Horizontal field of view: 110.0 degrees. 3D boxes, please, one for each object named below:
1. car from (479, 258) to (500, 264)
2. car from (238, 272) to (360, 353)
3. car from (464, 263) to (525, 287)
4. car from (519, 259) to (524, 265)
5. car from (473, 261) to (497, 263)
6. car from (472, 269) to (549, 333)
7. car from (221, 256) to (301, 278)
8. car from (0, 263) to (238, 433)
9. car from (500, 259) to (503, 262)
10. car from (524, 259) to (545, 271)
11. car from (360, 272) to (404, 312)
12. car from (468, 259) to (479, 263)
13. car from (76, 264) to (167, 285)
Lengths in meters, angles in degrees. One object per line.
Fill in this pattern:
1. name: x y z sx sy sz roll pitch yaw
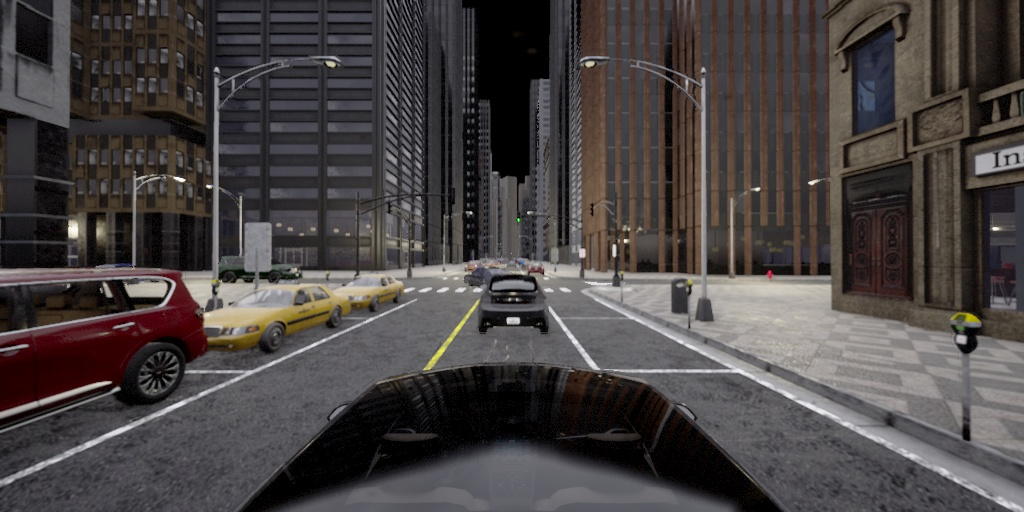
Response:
1. car: -3.175 1.351 51.789 2.097 1.767 4.553 0 0 0
2. car: -5.774 1.312 8.992 1.751 1.417 4.829 0 0 0
3. car: -1.455 1.397 23.123 2.033 1.411 5.357 0 0 -26
4. car: 2.662 1.583 58.399 2.007 1.370 4.403 0 0 0
5. car: -3.161 1.550 42.095 1.895 1.301 4.718 0 0 0
6. car: 0.048 1.299 10.883 1.837 1.490 4.892 0 0 0
7. car: -18.567 1.035 26.441 5.566 2.045 2.150 0 0 1
8. car: -5.765 1.074 3.561 2.192 1.841 5.009 0 0 0
9. car: -3.177 1.402 61.739 2.097 1.767 4.553 0 0 0
10. car: 2.692 1.386 41.573 1.967 1.591 4.097 0 0 0
11. car: -5.784 1.339 14.594 1.751 1.417 4.829 0 0 0
12. car: -5.853 1.443 52.757 1.967 1.591 4.097 0 0 0
13. car: -28.560 1.308 26.335 4.674 1.442 1.812 0 0 0
